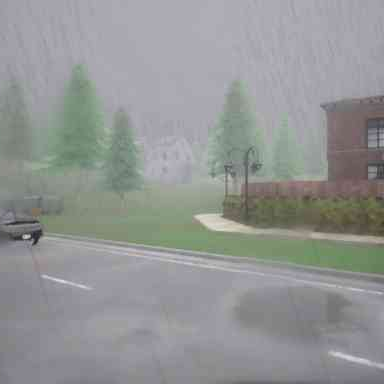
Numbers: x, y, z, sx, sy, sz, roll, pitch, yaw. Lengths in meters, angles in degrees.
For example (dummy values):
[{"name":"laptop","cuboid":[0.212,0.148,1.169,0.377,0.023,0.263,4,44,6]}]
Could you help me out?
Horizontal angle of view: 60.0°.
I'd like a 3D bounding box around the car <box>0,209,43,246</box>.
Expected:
[{"name":"car","cuboid":[-8.269,1.492,14.066,4.902,1.511,2.128,0,0,35]}]
